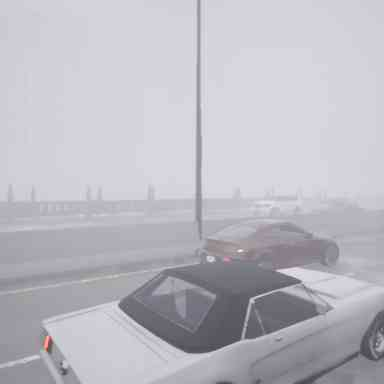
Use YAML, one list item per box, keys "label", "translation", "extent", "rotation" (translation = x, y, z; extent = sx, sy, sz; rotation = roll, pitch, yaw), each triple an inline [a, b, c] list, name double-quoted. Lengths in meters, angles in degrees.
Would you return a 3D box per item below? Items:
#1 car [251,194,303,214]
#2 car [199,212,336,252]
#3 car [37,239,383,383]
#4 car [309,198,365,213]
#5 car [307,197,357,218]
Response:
- label: "car"
  translation: [8.081, 1.206, 31.170]
  extent: [5.566, 2.045, 2.150]
  rotation: [0, 0, -35]
- label: "car"
  translation: [2.343, 1.521, 9.691]
  extent: [4.674, 1.442, 1.812]
  rotation: [0, 0, -35]
- label: "car"
  translation: [0.744, 1.598, 4.261]
  extent: [4.718, 1.301, 1.895]
  rotation: [0, 0, -35]
- label: "car"
  translation: [10.941, 1.481, 24.615]
  extent: [4.902, 1.511, 2.128]
  rotation: [0, 0, -35]
- label: "car"
  translation: [12.695, 1.339, 30.147]
  extent: [4.553, 1.767, 2.097]
  rotation: [0, 0, -35]
